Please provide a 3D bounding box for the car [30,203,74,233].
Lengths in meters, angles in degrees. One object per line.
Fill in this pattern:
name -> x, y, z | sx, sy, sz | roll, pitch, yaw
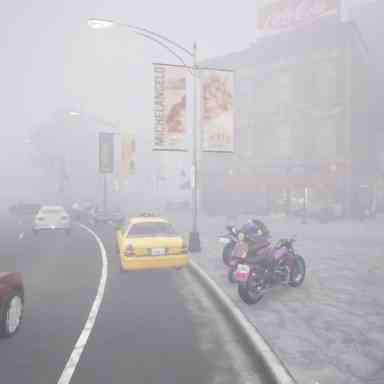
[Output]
car -> -8.010, 1.519, 18.969 | 1.812, 1.442, 4.674 | 0, 0, -24

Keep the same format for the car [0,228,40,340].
car -> -3.524, 1.475, 3.447 | 1.882, 1.535, 5.008 | 0, 0, -5

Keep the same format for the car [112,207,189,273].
car -> -1.493, 1.456, 10.762 | 1.801, 1.575, 5.366 | 0, 0, -15

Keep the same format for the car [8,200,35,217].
car -> -15.807, 1.463, 31.186 | 1.882, 1.535, 5.008 | 0, 0, -40

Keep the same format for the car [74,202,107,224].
car -> -9.033, 1.513, 27.542 | 2.002, 1.452, 4.674 | 0, 0, -35
